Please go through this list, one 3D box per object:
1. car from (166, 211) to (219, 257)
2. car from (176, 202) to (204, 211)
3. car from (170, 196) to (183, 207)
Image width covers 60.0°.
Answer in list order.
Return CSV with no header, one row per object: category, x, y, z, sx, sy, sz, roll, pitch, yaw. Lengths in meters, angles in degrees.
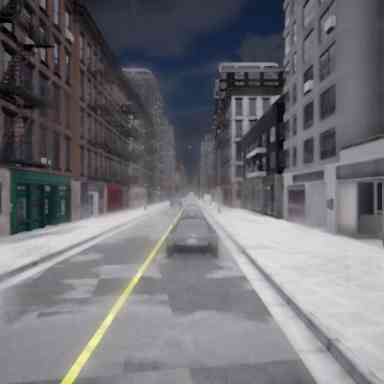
car,0.025,1.692,13.572,1.994,1.385,4.181,0,0,0
car,0.013,1.810,27.539,2.033,1.411,5.357,0,-1,0
car,-3.009,1.871,64.516,2.150,2.045,5.566,0,-1,1
